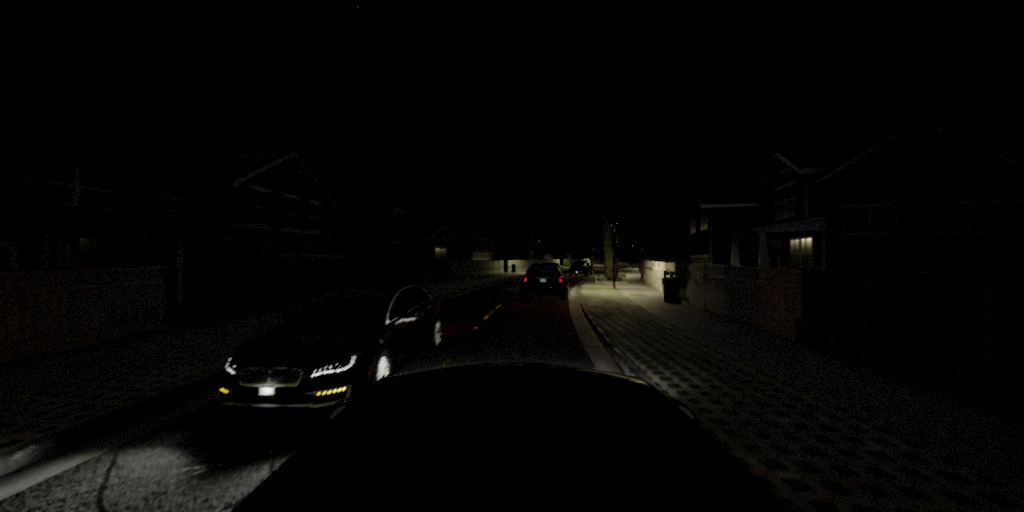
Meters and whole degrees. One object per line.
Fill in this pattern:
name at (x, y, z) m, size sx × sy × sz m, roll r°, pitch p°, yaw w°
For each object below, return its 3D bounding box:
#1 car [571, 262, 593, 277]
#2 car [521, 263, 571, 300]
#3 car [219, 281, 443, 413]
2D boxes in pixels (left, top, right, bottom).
car at (7.113, 1.312, 36.788) m, size 1.837 × 1.490 × 4.892 m, roll 0°, pitch 0°, yaw 21°
car at (1.735, 1.117, 18.034) m, size 2.097 × 1.767 × 4.553 m, roll 0°, pitch 0°, yaw 10°
car at (-2.579, 1.250, 6.412) m, size 1.837 × 1.490 × 4.892 m, roll 0°, pitch 0°, yaw 4°
